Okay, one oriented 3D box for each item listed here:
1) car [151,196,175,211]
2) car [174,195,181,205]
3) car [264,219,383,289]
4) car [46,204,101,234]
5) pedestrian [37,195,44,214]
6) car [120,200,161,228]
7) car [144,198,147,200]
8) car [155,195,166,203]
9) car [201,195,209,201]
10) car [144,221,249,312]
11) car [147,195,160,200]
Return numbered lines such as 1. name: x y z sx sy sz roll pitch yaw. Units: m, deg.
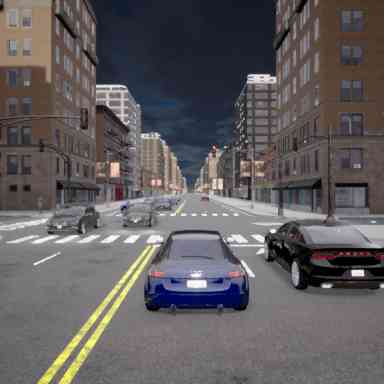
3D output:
1. car: -3.384 1.563 39.538 1.994 1.385 4.181 0 0 0
2. car: -3.388 1.541 57.121 2.033 1.411 5.357 0 0 0
3. car: 3.330 1.478 9.159 1.882 1.535 5.008 0 0 0
4. car: -6.617 1.493 19.022 1.837 1.490 4.892 0 0 0
5. pedestrian: -14.169 1.170 31.092 0.375 1.860 0.375 0 0 0
6. car: -3.370 1.503 22.174 1.837 1.490 4.892 0 0 0
7. car: -6.644 1.600 37.028 1.895 1.301 4.718 0 0 0
8. car: -6.561 1.466 69.109 1.882 1.535 5.008 0 0 0
9. car: 3.180 1.464 80.583 1.882 1.535 5.008 0 0 0
10. car: 0.081 1.564 7.781 1.994 1.385 4.181 0 0 0
11. car: -6.643 1.487 54.235 2.128 1.511 4.902 0 0 0
